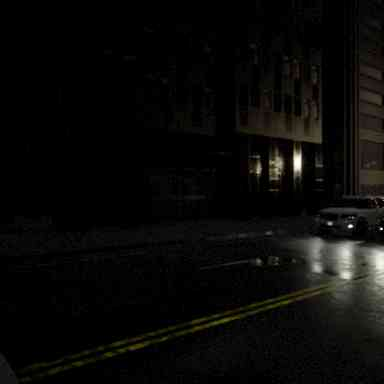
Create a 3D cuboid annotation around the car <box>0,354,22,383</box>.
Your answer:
[{"bbox_3d":[-3.128,1.602,1.209,4.718,1.301,1.895,0,0,-36],"label":"car"}]

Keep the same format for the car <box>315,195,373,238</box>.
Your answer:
[{"bbox_3d":[9.115,1.212,18.170,5.566,2.045,2.150,0,0,-35],"label":"car"}]

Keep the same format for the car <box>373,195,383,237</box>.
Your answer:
[{"bbox_3d":[11.054,1.211,15.561,5.566,2.045,2.150,0,0,-35],"label":"car"}]
